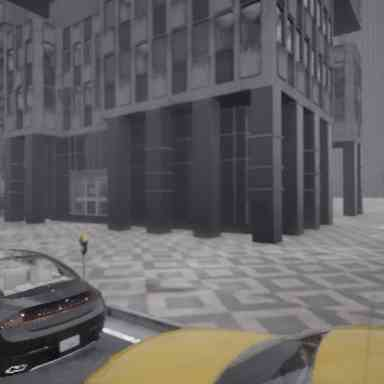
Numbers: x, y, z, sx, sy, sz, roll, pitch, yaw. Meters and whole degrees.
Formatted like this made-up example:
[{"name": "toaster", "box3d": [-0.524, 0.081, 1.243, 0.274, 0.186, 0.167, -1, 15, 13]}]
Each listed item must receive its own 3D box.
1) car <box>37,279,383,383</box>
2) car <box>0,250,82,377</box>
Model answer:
[{"name": "car", "box3d": [1.199, 1.527, 2.105, 4.829, 1.417, 1.752, -1, 0, 36]}, {"name": "car", "box3d": [-3.250, 1.608, 5.280, 4.403, 1.369, 2.008, -1, 0, 36]}]
